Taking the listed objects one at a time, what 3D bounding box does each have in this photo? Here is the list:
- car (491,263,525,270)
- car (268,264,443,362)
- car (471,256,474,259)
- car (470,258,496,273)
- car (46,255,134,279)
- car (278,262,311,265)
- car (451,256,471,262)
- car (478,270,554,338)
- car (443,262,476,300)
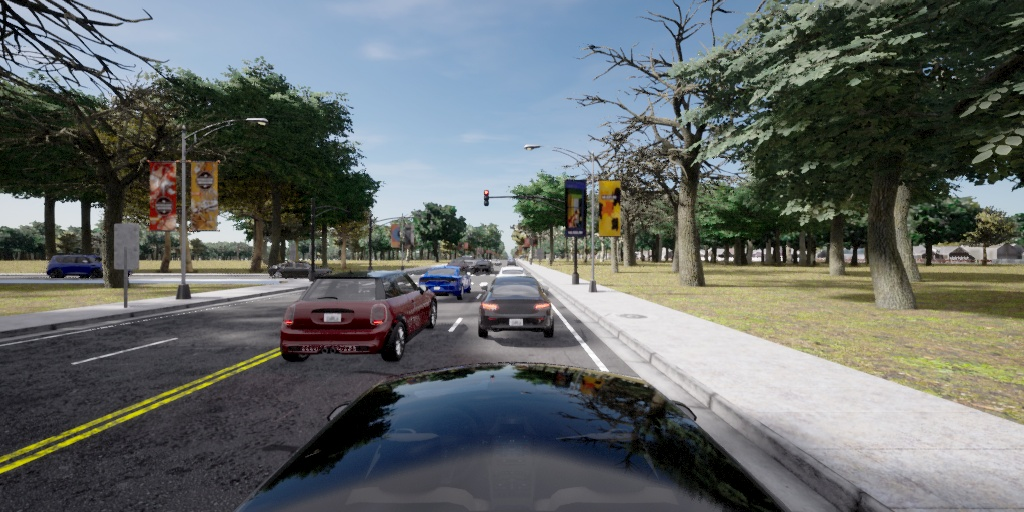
[{"bbox_3d":[0.044,1.279,19.214,1.812,1.442,4.674,0,0,0],"label":"car"},{"bbox_3d":[-3.157,1.102,8.410,2.097,1.767,4.553,0,0,0],"label":"car"},{"bbox_3d":[-6.656,0.992,53.130,2.150,2.045,5.566,0,0,0],"label":"car"},{"bbox_3d":[-3.258,1.267,41.458,1.837,1.490,4.892,1,0,2],"label":"car"},{"bbox_3d":[-35.169,0.942,29.946,5.566,2.045,2.150,0,0,0],"label":"car"},{"bbox_3d":[-17.623,1.244,30.042,4.892,1.490,1.837,0,0,-2],"label":"car"},{"bbox_3d":[-6.647,1.116,43.573,2.097,1.767,4.553,0,0,0],"label":"car"},{"bbox_3d":[0.091,1.276,10.111,1.812,1.442,4.674,0,0,0],"label":"car"},{"bbox_3d":[-3.169,1.230,17.737,1.882,1.535,5.008,0,0,1],"label":"car"}]
